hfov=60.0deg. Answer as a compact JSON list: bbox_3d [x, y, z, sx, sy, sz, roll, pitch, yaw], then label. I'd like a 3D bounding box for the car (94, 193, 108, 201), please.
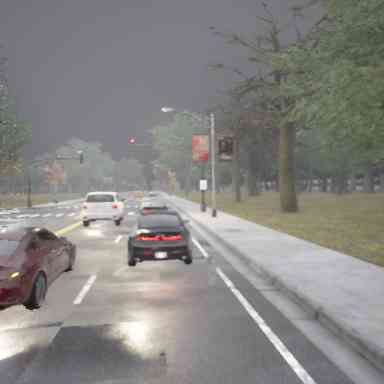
[{"bbox_3d":[-17.299,0.909,63.408,1.812,1.442,4.674,-1,1,-7],"label":"car"}]

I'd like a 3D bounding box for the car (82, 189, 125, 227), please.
[{"bbox_3d":[-5.579,1.002,21.367,2.150,2.045,5.566,-1,1,-9],"label":"car"}]

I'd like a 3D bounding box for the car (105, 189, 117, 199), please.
[{"bbox_3d":[-19.139,0.424,78.772,2.150,2.045,5.566,-1,1,-7],"label":"car"}]

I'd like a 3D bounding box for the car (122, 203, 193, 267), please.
[{"bbox_3d":[-1.084,1.361,11.017,1.837,1.490,4.892,-1,1,-7],"label":"car"}]

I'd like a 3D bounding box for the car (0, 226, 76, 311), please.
[{"bbox_3d":[-3.914,1.478,7.386,1.812,1.442,4.674,-1,1,-8],"label":"car"}]

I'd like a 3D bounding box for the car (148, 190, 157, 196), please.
[{"bbox_3d":[-10.469,0.353,88.366,2.128,1.511,4.902,-1,1,-7],"label":"car"}]

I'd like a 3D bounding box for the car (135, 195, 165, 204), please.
[{"bbox_3d":[-2.413,1.223,21.263,2.128,1.511,4.902,-1,1,-7],"label":"car"}]

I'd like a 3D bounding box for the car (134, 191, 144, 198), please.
[{"bbox_3d":[-12.453,0.597,77.640,1.882,1.535,5.008,-1,1,-7],"label":"car"}]

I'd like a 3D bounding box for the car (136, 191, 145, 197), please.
[{"bbox_3d":[-13.695,0.410,87.980,2.128,1.511,4.902,-1,1,-7],"label":"car"}]

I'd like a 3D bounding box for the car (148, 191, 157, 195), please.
[{"bbox_3d":[-9.225,0.603,78.028,2.033,1.411,5.357,-1,1,-7],"label":"car"}]
